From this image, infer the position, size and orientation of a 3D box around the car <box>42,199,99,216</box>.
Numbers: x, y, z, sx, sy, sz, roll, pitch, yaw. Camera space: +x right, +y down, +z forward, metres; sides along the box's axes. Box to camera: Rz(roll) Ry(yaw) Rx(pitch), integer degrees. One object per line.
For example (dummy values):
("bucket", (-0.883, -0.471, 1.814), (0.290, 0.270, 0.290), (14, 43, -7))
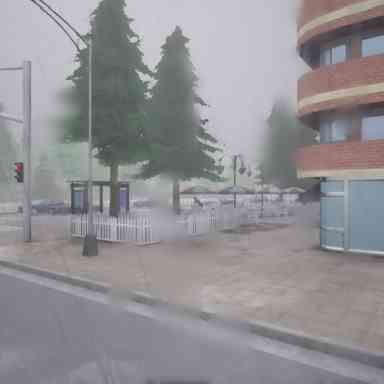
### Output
("car", (-11.285, 1.545, 31.590), (1.895, 1.301, 4.718), (0, 0, 36))

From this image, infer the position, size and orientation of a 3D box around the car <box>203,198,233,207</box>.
("car", (3.762, 1.545, 49.162), (4.718, 1.301, 1.895), (0, 0, -37))

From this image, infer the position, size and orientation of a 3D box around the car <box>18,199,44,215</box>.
("car", (-14.582, 1.422, 32.984), (1.882, 1.535, 5.008), (0, 0, 36))

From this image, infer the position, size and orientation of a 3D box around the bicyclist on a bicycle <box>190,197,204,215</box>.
("bicyclist on a bicycle", (0.404, 1.245, 27.328), (1.656, 1.620, 0.582), (0, 0, 36))

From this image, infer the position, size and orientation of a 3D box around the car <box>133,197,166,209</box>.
("car", (-5.714, 1.422, 44.658), (1.882, 1.535, 5.008), (0, 0, 40))

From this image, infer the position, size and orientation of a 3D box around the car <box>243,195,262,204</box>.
("car", (11.051, 1.300, 57.754), (4.553, 1.767, 2.097), (0, 0, -24))

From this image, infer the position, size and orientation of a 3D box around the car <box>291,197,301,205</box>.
("car", (17.296, 1.296, 48.582), (4.553, 1.767, 2.097), (0, 0, -22))

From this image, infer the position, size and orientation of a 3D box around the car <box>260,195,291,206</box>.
("car", (13.332, 1.545, 50.766), (4.718, 1.301, 1.895), (0, 0, -26))
